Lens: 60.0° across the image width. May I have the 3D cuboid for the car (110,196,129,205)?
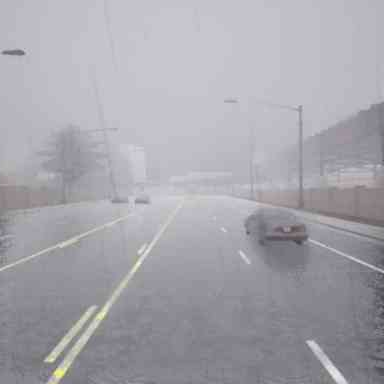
[{"bbox_3d":[-10.566,1.193,48.867,1.895,1.301,4.718,0,1,0],"label":"car"}]

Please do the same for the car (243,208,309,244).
[{"bbox_3d":[3.595,1.444,15.080,2.033,1.411,5.357,0,1,0],"label":"car"}]

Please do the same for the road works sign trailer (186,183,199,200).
[{"bbox_3d":[0.005,-0.135,70.094,2.380,3.560,2.880,0,1,0],"label":"road works sign trailer"}]

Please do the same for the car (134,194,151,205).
[{"bbox_3d":[-7.067,1.077,48.072,1.882,1.535,5.008,0,1,0],"label":"car"}]
